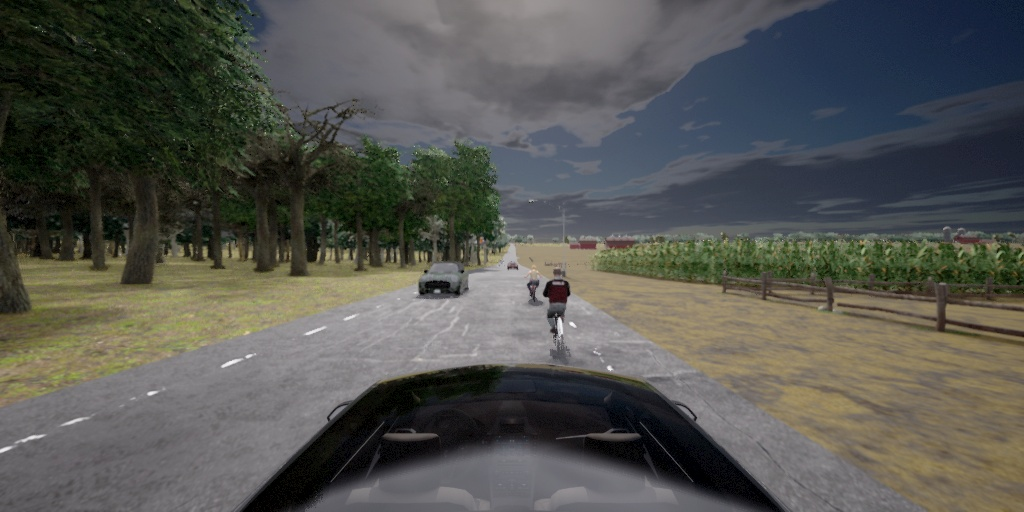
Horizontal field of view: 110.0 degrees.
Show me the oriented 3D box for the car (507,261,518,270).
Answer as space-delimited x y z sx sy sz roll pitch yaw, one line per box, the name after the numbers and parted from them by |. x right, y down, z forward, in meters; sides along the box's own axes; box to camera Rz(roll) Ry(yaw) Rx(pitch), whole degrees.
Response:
0.136 1.717 62.922 1.895 1.301 4.718 0 -1 0 | car

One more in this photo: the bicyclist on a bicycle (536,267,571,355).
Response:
0.966 1.119 7.843 0.659 1.776 1.843 0 0 0 | bicyclist on a bicycle

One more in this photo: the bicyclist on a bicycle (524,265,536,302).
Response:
0.968 1.187 16.117 0.866 1.612 1.509 0 1 0 | bicyclist on a bicycle

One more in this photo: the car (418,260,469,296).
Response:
-3.590 1.108 19.467 2.097 1.767 4.553 0 0 0 | car
